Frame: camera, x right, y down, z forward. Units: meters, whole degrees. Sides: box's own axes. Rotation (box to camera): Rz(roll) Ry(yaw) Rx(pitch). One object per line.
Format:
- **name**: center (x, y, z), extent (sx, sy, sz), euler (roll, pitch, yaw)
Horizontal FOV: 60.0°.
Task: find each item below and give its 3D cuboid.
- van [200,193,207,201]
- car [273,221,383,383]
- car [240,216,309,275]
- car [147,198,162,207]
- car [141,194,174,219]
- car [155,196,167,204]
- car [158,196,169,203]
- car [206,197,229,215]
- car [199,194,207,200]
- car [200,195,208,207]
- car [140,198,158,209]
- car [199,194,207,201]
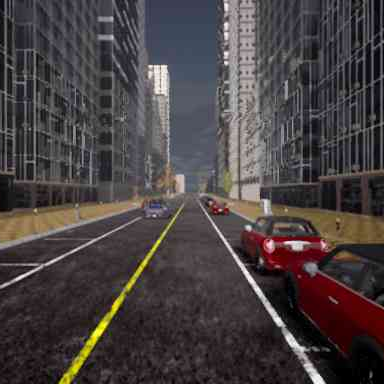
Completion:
- **van**: center (2.695, 1.242, 78.756), extent (1.690, 1.788, 3.998), euler (0, 0, 0)
- **car**: center (2.692, 1.438, 4.755), extent (1.967, 1.590, 4.097), euler (0, 0, 0)
- **car**: center (2.692, 1.435, 10.447), extent (1.967, 1.590, 4.097), euler (0, 0, 0)
- **car**: center (-5.687, 1.536, 50.302), extent (1.802, 1.307, 4.206), euler (0, 0, 0)
- **car**: center (-2.999, 1.343, 28.878), extent (2.097, 1.767, 4.553), euler (0, 0, 0)
- **car**: center (-5.686, 1.480, 61.687), extent (1.887, 1.381, 4.507), euler (0, 0, 0)
- **car**: center (-5.686, 1.490, 67.380), extent (1.947, 1.339, 4.313), euler (0, 0, 0)
- **car**: center (2.693, 1.523, 33.218), extent (1.887, 1.381, 4.507), euler (0, 0, 0)
- **car**: center (2.694, 1.501, 61.679), extent (1.947, 1.339, 4.313), euler (0, 0, 0)
- **car**: center (2.694, 1.520, 50.294), extent (1.947, 1.339, 4.313), euler (0, 0, 0)
- **car**: center (-5.687, 1.508, 44.609), extent (1.887, 1.381, 4.507), euler (0, 0, 0)
- **car**: center (2.696, 1.328, 84.448), extent (1.967, 1.590, 4.097), euler (0, 0, 0)
